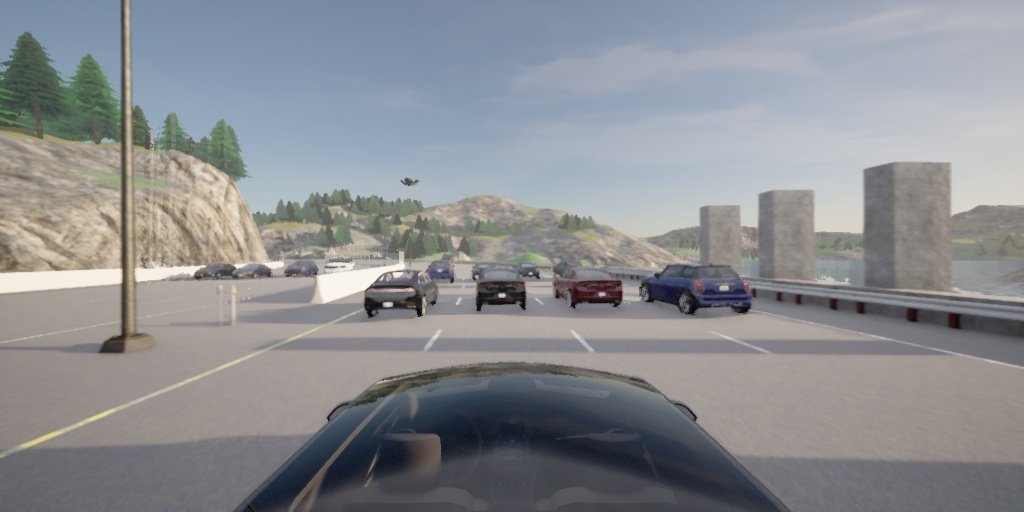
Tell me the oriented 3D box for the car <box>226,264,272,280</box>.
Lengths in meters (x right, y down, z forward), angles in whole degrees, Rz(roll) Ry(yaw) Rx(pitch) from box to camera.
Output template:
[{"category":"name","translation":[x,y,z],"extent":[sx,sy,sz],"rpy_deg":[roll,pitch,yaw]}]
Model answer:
[{"category":"car","translation":[-24.585,1.457,34.139],"extent":[1.812,1.442,4.674],"rpy_deg":[-1,0,-12]}]

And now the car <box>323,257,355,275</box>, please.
[{"category":"car","translation":[-18.293,1.090,38.289],"extent":[2.150,2.045,5.566],"rpy_deg":[0,0,-13]}]

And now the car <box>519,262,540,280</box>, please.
[{"category":"car","translation":[1.122,1.230,30.663],"extent":[1.812,1.442,4.674],"rpy_deg":[0,0,-9]}]

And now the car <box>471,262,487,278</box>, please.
[{"category":"car","translation":[-2.380,1.262,30.354],"extent":[1.812,1.442,4.674],"rpy_deg":[0,0,-9]}]

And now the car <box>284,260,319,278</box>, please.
[{"category":"car","translation":[-21.613,1.253,36.962],"extent":[2.097,1.767,4.553],"rpy_deg":[-1,0,-12]}]

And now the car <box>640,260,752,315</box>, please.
[{"category":"car","translation":[6.589,1.028,13.460],"extent":[2.097,1.767,4.553],"rpy_deg":[-1,0,-3]}]

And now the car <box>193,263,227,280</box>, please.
[{"category":"car","translation":[-28.208,1.469,34.407],"extent":[1.837,1.490,4.892],"rpy_deg":[0,0,-12]}]

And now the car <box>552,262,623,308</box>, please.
[{"category":"car","translation":[2.974,1.184,15.000],"extent":[1.882,1.535,5.008],"rpy_deg":[0,0,-4]}]

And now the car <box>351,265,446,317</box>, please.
[{"category":"car","translation":[-3.921,1.263,13.298],"extent":[2.128,1.511,4.902],"rpy_deg":[0,0,-4]}]

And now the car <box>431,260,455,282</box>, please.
[{"category":"car","translation":[-5.666,1.120,28.768],"extent":[2.097,1.767,4.553],"rpy_deg":[-1,0,-9]}]

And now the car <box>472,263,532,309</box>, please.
[{"category":"car","translation":[-0.524,1.216,14.909],"extent":[1.882,1.535,5.008],"rpy_deg":[0,0,-4]}]
